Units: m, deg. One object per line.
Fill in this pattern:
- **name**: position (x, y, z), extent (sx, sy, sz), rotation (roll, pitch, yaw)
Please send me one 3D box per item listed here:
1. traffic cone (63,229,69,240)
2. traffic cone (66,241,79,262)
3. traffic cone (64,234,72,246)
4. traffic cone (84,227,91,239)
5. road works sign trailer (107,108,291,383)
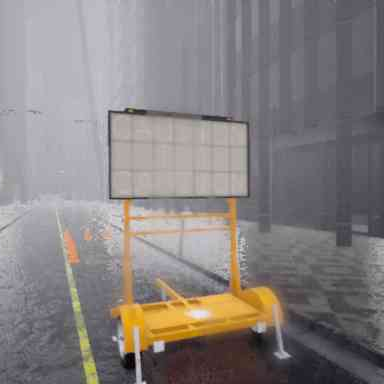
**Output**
- **traffic cone**: position (-5.612, 2.128, 15.131), extent (0.340, 0.580, 0.340), rotation (0, 0, -23)
- **traffic cone**: position (-4.067, 2.085, 11.442), extent (0.340, 0.580, 0.340), rotation (0, 0, -23)
- **traffic cone**: position (-4.839, 2.106, 13.287), extent (0.340, 0.580, 0.340), rotation (0, 0, -23)
- **traffic cone**: position (-5.462, 2.143, 17.362), extent (0.340, 0.580, 0.340), rotation (0, 0, -23)
- **road works sign trailer**: position (-0.204, 0.510, 5.519), extent (2.380, 3.560, 2.880), rotation (0, 0, -22)
